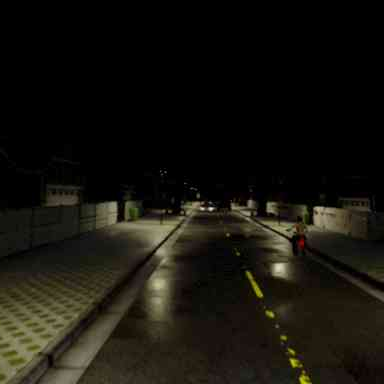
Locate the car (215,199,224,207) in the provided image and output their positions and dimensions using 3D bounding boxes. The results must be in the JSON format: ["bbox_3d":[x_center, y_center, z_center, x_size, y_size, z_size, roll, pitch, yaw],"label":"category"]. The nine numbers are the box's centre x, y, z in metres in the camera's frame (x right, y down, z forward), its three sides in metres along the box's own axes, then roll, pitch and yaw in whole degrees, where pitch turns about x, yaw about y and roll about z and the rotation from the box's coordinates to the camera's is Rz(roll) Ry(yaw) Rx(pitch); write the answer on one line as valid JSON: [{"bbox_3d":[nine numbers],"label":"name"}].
[{"bbox_3d":[5.946,2.439,72.636,1.837,1.490,4.892,2,-1,3],"label":"car"}]

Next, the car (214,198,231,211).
[{"bbox_3d":[5.220,1.958,54.411,2.150,2.045,5.566,2,0,3],"label":"car"}]

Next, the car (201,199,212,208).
[{"bbox_3d":[2.792,2.105,64.071,2.097,1.767,4.553,2,-1,3],"label":"car"}]

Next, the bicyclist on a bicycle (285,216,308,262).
[{"bbox_3d":[3.974,1.698,12.430,0.866,1.612,1.509,2,-1,2],"label":"bicyclist on a bicycle"}]
